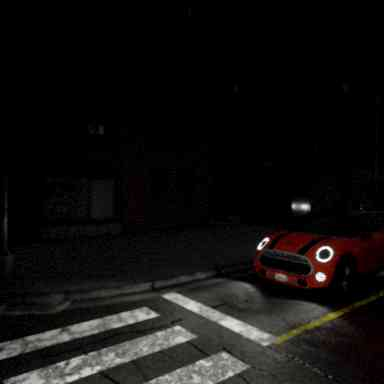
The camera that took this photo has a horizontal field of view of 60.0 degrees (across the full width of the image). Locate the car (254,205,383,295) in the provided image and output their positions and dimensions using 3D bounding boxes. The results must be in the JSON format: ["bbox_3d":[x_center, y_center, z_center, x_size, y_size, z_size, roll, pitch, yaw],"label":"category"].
[{"bbox_3d":[3.681,1.258,8.636,4.553,1.767,2.097,0,1,-39],"label":"car"}]

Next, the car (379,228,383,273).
[{"bbox_3d":[5.918,1.454,6.809,4.892,1.490,1.837,0,1,-38],"label":"car"}]
